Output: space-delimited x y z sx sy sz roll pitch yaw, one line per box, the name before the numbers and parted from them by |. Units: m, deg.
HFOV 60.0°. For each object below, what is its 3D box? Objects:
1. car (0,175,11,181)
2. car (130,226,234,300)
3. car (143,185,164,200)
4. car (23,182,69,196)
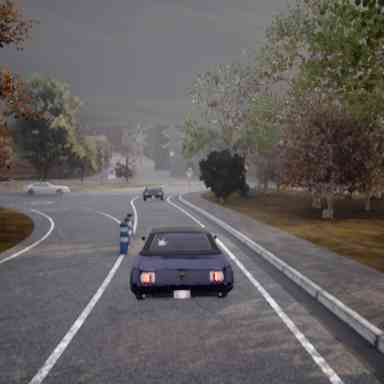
car | -35.782 -2.516 61.569 1.994 1.385 4.181 2 5 25
car | -0.302 1.473 8.118 1.895 1.301 4.718 0 2 -3
car | -3.723 0.008 32.926 1.895 1.301 4.718 0 5 -4
car | -15.932 -0.360 36.333 4.674 1.442 1.812 -1 5 -9
